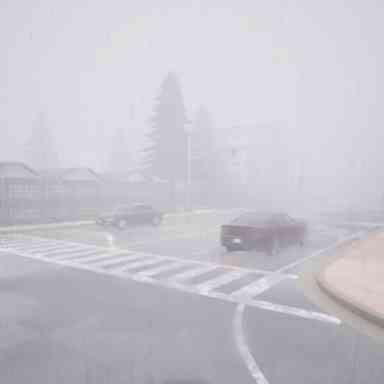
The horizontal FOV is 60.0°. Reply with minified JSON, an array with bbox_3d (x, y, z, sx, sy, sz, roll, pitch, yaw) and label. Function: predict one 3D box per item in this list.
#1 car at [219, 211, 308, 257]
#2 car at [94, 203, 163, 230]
[{"bbox_3d":[2.999,1.480,13.130,1.882,1.535,5.008,0,0,37],"label":"car"},{"bbox_3d":[-3.935,1.513,21.428,1.837,1.490,4.892,0,0,38],"label":"car"}]
